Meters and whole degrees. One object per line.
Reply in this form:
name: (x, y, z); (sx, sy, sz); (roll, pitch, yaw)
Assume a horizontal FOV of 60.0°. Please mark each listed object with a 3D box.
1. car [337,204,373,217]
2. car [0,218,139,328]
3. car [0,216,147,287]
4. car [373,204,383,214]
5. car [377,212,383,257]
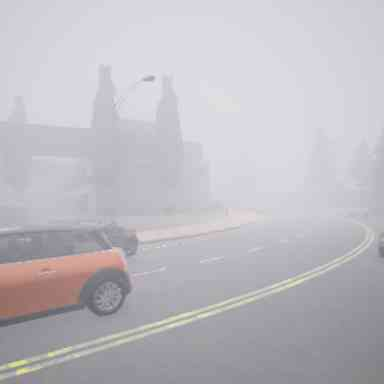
car: (17.046, 1.965, 35.381); (1.895, 1.301, 4.718); (0, -1, 7)
car: (-3.461, 1.421, 6.023); (4.553, 1.767, 2.097); (0, -1, -38)
car: (-3.960, 1.621, 10.170); (4.892, 1.490, 1.837); (1, -1, -42)
car: (20.705, 1.991, 38.105); (1.895, 1.301, 4.718); (0, -1, 4)
car: (8.457, 1.680, 12.917); (2.033, 1.411, 5.357); (0, -1, 35)
